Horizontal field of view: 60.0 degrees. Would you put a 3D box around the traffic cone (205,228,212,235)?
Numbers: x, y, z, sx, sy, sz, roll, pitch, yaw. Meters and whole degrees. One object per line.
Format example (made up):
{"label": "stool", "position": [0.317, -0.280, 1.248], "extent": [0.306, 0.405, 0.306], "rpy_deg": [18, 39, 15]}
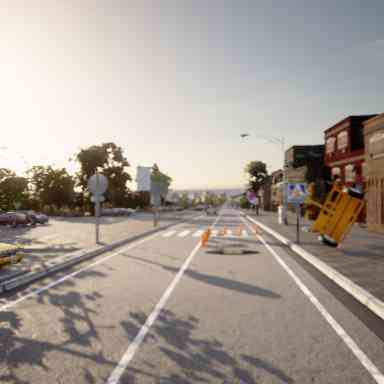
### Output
{"label": "traffic cone", "position": [0.734, 2.345, 17.811], "extent": [0.340, 0.580, 0.340], "rpy_deg": [-1, -2, 6]}

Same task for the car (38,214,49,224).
{"label": "car", "position": [-18.016, 2.712, 36.184], "extent": [4.553, 1.767, 2.185], "rpy_deg": [-1, -2, 6]}

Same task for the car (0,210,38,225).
{"label": "car", "position": [-18.289, 2.757, 33.021], "extent": [4.674, 1.452, 2.002], "rpy_deg": [-1, -2, 6]}

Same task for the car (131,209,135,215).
{"label": "car", "position": [-14.588, 4.010, 66.851], "extent": [5.008, 1.535, 2.097], "rpy_deg": [-1, -2, 6]}

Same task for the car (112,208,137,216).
{"label": "car", "position": [-14.232, 4.170, 69.976], "extent": [4.674, 1.452, 2.002], "rpy_deg": [-1, -2, 6]}

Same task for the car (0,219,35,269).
{"label": "car", "position": [-8.105, 1.805, 10.449], "extent": [5.366, 1.575, 1.946], "rpy_deg": [-1, -1, 6]}

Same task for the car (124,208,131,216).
{"label": "car", "position": [-14.937, 3.887, 63.599], "extent": [4.892, 1.521, 2.231], "rpy_deg": [-1, -2, 6]}

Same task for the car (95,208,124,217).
{"label": "car", "position": [-15.300, 3.801, 60.344], "extent": [4.674, 1.452, 2.002], "rpy_deg": [-1, -2, 6]}

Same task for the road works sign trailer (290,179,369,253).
{"label": "road works sign trailer", "position": [5.924, 0.595, 13.913], "extent": [2.880, 2.380, 3.560], "rpy_deg": [33, 21, 37]}

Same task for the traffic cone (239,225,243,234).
{"label": "traffic cone", "position": [3.150, 2.440, 21.575], "extent": [0.340, 0.580, 0.340], "rpy_deg": [-1, -2, 6]}

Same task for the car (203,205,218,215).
{"label": "car", "position": [3.728, 3.586, 62.288], "extent": [2.128, 1.511, 4.902], "rpy_deg": [-1, -2, 6]}

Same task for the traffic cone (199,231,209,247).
{"label": "traffic cone", "position": [0.519, 2.286, 15.822], "extent": [0.340, 0.580, 0.340], "rpy_deg": [-1, -2, 6]}
